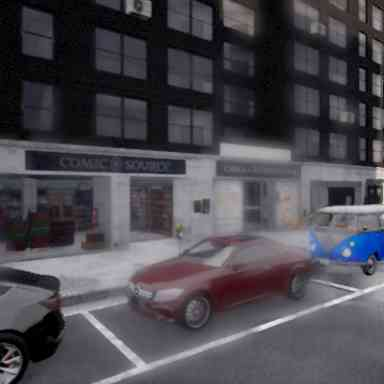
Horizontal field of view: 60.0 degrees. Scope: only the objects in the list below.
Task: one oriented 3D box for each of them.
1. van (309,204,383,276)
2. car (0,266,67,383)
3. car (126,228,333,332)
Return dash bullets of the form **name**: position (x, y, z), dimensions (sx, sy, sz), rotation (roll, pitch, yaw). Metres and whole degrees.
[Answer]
- **van**: position (5.171, 1.284, 9.881), dimensions (3.998, 1.788, 1.690), rotation (0, 0, -36)
- **car**: position (-3.639, 1.572, 3.592), dimensions (4.313, 1.339, 1.947), rotation (0, 0, -36)
- **car**: position (0.767, 1.557, 6.737), dimensions (4.206, 1.307, 1.802), rotation (0, 0, -36)
